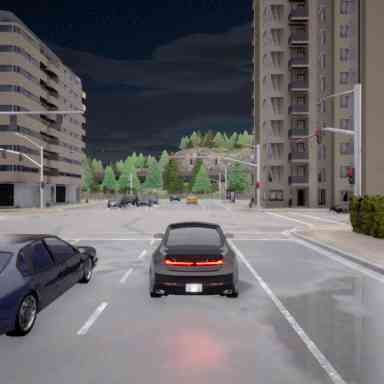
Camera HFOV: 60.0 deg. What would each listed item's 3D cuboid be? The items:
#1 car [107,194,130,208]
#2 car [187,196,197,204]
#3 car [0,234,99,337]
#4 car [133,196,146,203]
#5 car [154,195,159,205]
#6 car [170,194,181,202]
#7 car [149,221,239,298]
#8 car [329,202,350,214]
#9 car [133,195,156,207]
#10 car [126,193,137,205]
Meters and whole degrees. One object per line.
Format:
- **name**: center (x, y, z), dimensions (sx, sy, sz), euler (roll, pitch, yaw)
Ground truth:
- **car**: center (-10.666, 1.492, 47.211), dimensions (2.128, 1.511, 4.902), euler (0, 0, 0)
- **car**: center (-0.017, 1.477, 62.702), dimensions (1.882, 1.535, 5.008), euler (0, 0, 0)
- **car**: center (-3.461, 1.547, 6.576), dimensions (2.033, 1.411, 5.357), euler (0, 0, 0)
- **car**: center (-10.625, 1.563, 67.467), dimensions (1.994, 1.385, 4.181), euler (0, 0, 0)
- **car**: center (-7.169, 1.351, 59.487), dimensions (2.097, 1.767, 4.553), euler (0, 0, 0)
- **car**: center (-3.625, 1.193, 72.963), dimensions (2.097, 1.767, 4.553), euler (0, 0, 0)
- **car**: center (0.049, 1.505, 8.505), dimensions (1.837, 1.490, 4.892), euler (0, 0, 0)
- **car**: center (17.286, 1.547, 34.639), dimensions (5.357, 1.411, 2.033), euler (0, 0, 0)
- **car**: center (-7.161, 1.563, 50.504), dimensions (1.994, 1.385, 4.181), euler (0, 0, 0)
- **car**: center (-10.672, 1.221, 57.433), dimensions (2.150, 2.045, 5.566), euler (0, 0, 0)
